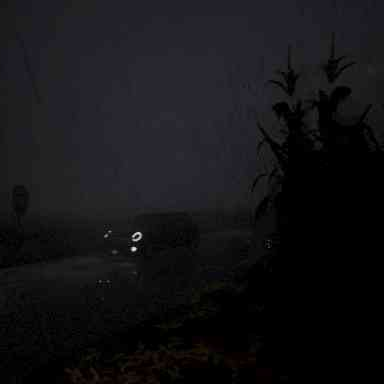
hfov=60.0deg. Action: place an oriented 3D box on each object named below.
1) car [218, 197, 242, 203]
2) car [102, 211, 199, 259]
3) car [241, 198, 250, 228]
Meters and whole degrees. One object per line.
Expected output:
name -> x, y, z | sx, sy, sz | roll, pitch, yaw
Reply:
car -> 10.132, 2.257, 88.834 | 4.611, 1.667, 2.242 | -1, -1, 35
car -> -1.638, 1.670, 14.286 | 2.097, 1.767, 4.553 | -1, -1, 34
car -> 6.097, 1.569, 25.173 | 2.150, 2.045, 5.566 | -1, 1, 35
